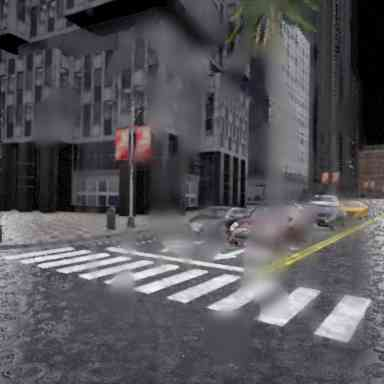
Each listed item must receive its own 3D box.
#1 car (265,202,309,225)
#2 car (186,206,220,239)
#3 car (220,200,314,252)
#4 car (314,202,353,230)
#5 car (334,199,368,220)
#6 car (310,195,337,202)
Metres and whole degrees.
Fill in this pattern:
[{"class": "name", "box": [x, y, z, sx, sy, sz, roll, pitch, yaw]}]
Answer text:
[{"class": "car", "box": [7.420, 1.590, 25.601, 1.812, 1.442, 4.674, 0, 0, 35]}, {"class": "car", "box": [1.619, 1.504, 17.395, 2.128, 1.511, 4.902, 0, 0, 36]}, {"class": "car", "box": [3.388, 1.379, 14.284, 2.097, 1.767, 4.553, 0, 0, 35]}, {"class": "car", "box": [8.856, 1.622, 22.019, 2.033, 1.411, 5.357, 0, 0, 35]}, {"class": "car", "box": [14.559, 1.607, 30.063, 1.882, 1.535, 5.008, 0, 0, 35]}, {"class": "car", "box": [13.546, 1.346, 34.242, 2.150, 2.045, 5.566, 0, 0, 35]}]
